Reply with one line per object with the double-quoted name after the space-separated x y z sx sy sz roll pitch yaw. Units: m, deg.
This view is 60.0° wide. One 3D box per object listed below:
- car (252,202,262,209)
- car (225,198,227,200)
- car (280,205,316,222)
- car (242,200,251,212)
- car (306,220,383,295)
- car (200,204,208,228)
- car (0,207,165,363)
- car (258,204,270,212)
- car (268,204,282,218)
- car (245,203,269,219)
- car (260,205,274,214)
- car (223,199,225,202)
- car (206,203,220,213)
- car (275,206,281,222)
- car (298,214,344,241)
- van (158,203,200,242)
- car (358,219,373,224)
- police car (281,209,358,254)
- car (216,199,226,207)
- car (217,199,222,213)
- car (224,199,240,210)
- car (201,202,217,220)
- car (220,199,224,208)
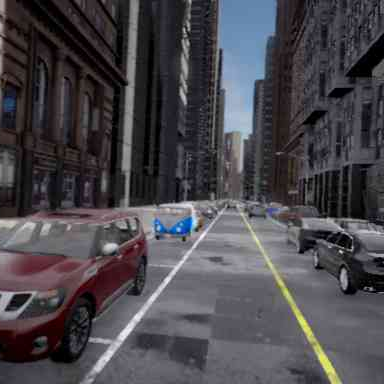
15.106 3.188 77.360 1.887 1.381 4.507 3 -1 7 "car"
6.652 2.797 78.385 1.887 1.381 4.507 3 -1 7 "car"
8.983 2.063 27.326 2.192 1.841 5.009 3 -1 7 "car"
9.336 2.563 52.965 2.128 1.511 4.902 3 -1 7 "car"
4.856 1.848 9.538 1.837 1.490 4.892 3 -1 7 "car"
-0.183 1.780 22.624 1.752 1.417 4.829 3 -1 7 "car"
-2.197 1.281 6.118 2.192 1.841 5.009 3 -1 7 "car"
13.059 2.925 60.680 1.802 1.307 4.206 3 -1 7 "car"
10.356 2.474 38.611 1.752 1.417 4.829 3 -1 7 "car"
7.798 2.407 39.993 1.994 1.385 4.181 3 -1 8 "car"
12.378 2.825 55.121 1.802 1.307 4.206 3 -1 7 "car"
5.289 2.602 67.267 2.008 1.369 4.403 3 -1 7 "car"
3.242 2.334 50.588 1.802 1.307 4.206 3 -1 7 "car"
9.651 2.428 32.883 1.802 1.307 4.206 3 -1 7 "car"
8.288 2.231 21.763 1.802 1.307 4.206 3 -1 7 "car"
-0.835 1.501 17.236 1.690 1.788 3.998 3 -1 7 "van"
7.614 1.992 16.206 1.967 1.590 4.097 3 -1 7 "car"
5.662 1.876 15.595 1.930 1.638 5.238 3 -1 7 "police car"
7.345 2.668 83.948 2.192 1.841 5.009 3 -1 7 "car"
2.568 2.093 45.031 1.967 1.590 4.097 3 -1 7 "car"
7.460 2.599 62.299 1.837 1.490 4.892 3 -1 7 "car"
1.205 1.895 33.913 1.967 1.590 4.097 3 -1 7 "car"
3.925 2.417 56.148 1.947 1.339 4.313 3 -1 7 "car"
